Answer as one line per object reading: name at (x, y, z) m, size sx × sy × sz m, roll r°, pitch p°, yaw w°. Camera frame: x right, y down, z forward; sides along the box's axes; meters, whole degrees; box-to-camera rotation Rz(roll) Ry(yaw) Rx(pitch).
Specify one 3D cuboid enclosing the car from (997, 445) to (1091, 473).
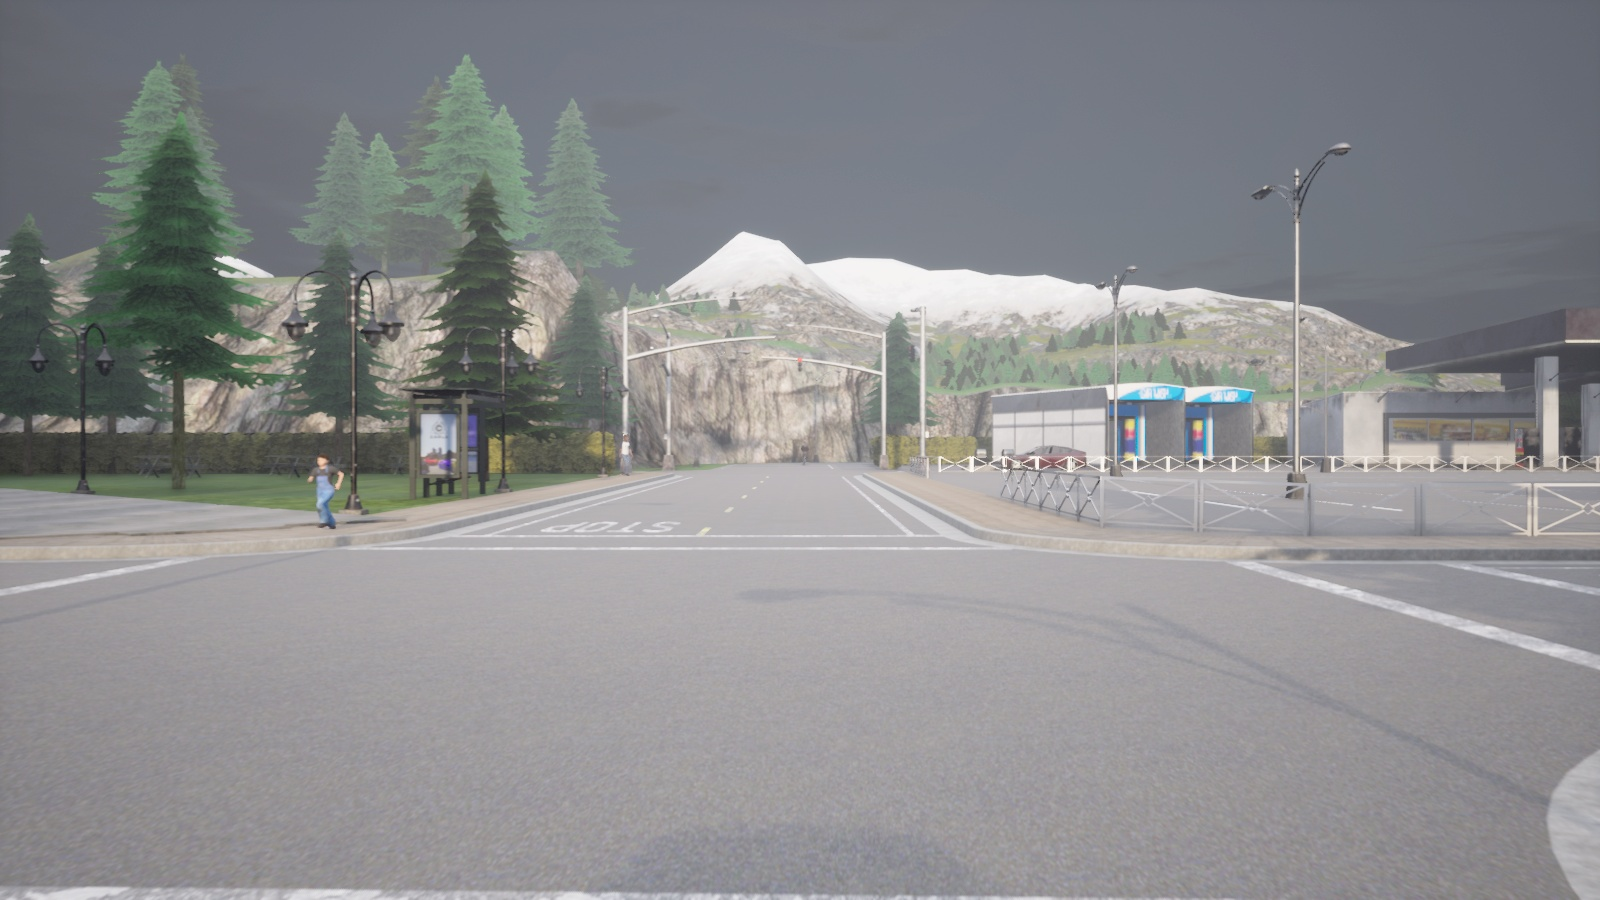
car at (13.483, 0.480, 69.584) m, size 4.792 × 1.488 × 2.163 m, roll 0°, pitch 0°, yaw 1°

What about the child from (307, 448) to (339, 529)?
child at (-7.460, 0.594, 19.647) m, size 0.270 × 1.263 × 0.437 m, roll 0°, pitch 0°, yaw 15°

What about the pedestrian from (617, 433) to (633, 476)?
pedestrian at (-7.535, 0.177, 54.055) m, size 0.354 × 1.836 × 0.706 m, roll 0°, pitch 0°, yaw -44°
